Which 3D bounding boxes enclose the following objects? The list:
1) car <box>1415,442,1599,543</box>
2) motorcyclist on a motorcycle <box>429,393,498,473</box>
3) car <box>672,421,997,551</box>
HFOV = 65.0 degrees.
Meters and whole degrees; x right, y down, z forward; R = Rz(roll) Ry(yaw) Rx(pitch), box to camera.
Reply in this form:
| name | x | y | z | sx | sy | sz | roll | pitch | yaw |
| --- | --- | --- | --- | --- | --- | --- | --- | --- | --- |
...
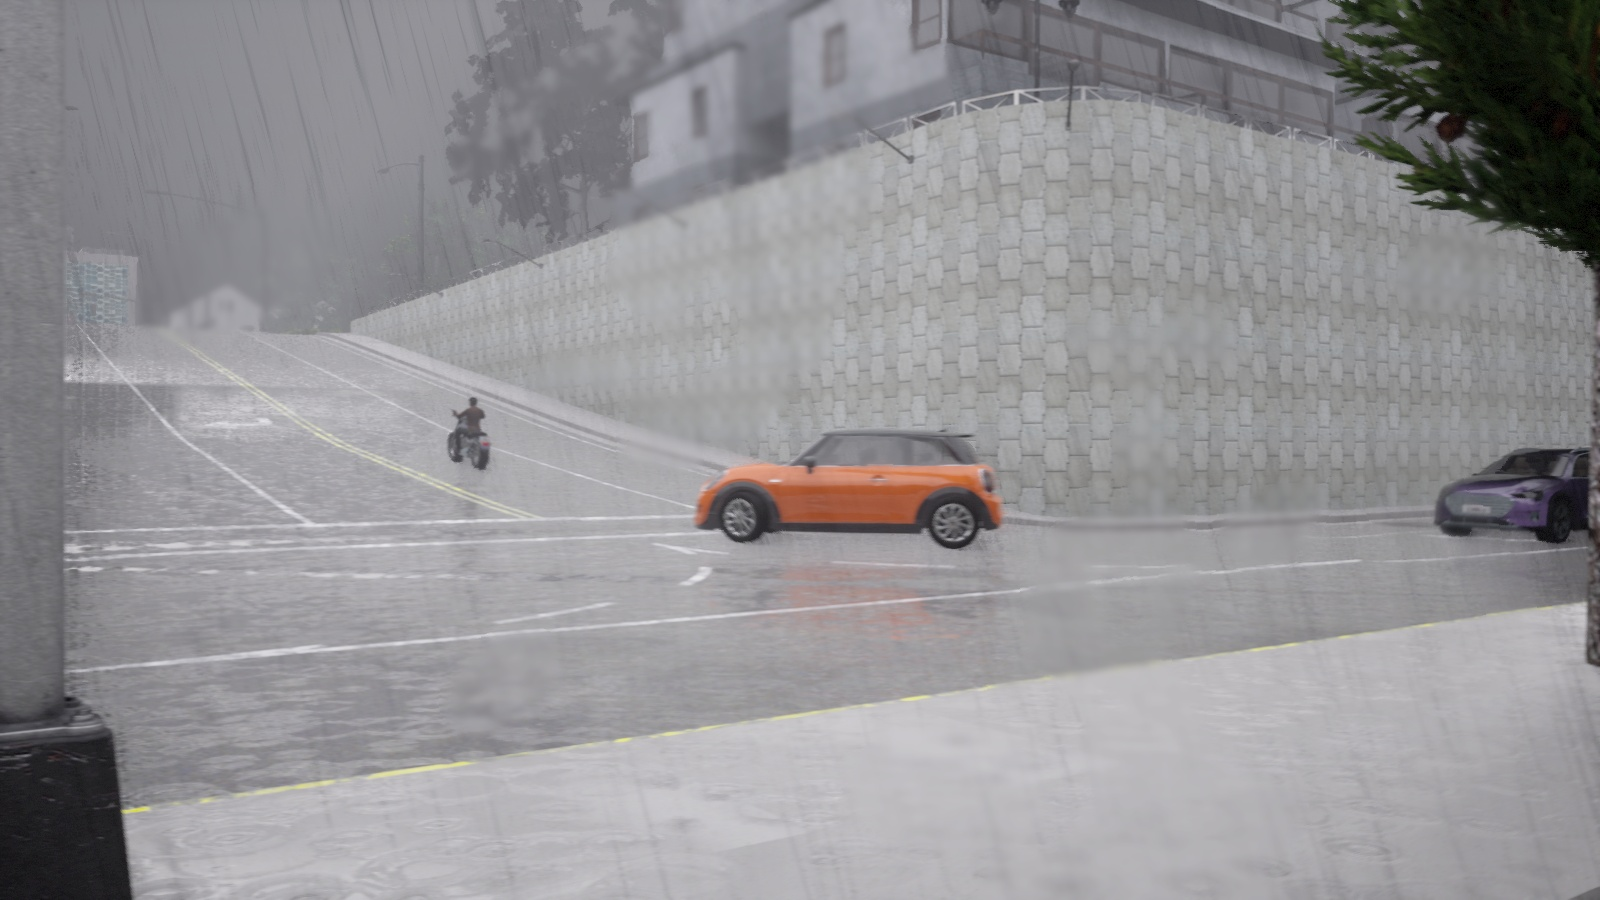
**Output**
| name | x | y | z | sx | sy | sz | roll | pitch | yaw |
| --- | --- | --- | --- | --- | --- | --- | --- | --- | --- |
| car | 13.448 | 0.702 | 22.768 | 4.856 | 1.649 | 2.033 | 0 | 0 | -35 |
| motorcyclist on a motorcycle | -7.756 | -0.414 | 28.888 | 0.766 | 1.649 | 2.350 | 0 | 5 | -34 |
| car | 0.587 | 0.472 | 18.757 | 4.553 | 1.767 | 2.097 | 1 | 1 | 12 |
